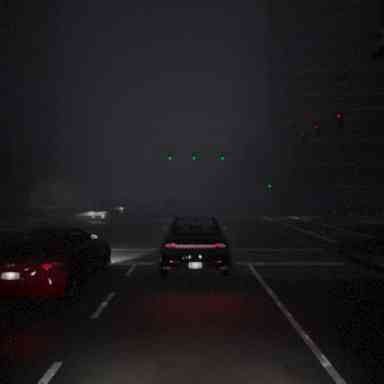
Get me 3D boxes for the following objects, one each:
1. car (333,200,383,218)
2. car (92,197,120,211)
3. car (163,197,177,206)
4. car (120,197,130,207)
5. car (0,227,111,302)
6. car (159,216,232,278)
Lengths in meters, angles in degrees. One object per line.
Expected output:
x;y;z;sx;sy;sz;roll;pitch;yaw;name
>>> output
14.816;1.456;28.807;4.902;1.511;2.128;0;0;0;car
-10.576;1.443;40.160;2.128;1.511;4.902;0;0;0;car
-3.407;1.500;52.446;1.994;1.385;4.181;0;0;0;car
-10.560;1.487;49.902;2.033;1.411;5.357;0;0;0;car
-3.416;1.553;8.291;1.994;1.385;4.181;0;0;0;car
0.088;1.479;10.121;2.128;1.511;4.902;0;0;0;car
